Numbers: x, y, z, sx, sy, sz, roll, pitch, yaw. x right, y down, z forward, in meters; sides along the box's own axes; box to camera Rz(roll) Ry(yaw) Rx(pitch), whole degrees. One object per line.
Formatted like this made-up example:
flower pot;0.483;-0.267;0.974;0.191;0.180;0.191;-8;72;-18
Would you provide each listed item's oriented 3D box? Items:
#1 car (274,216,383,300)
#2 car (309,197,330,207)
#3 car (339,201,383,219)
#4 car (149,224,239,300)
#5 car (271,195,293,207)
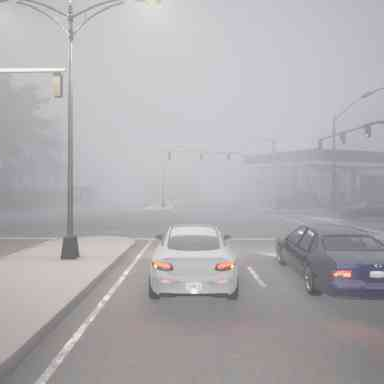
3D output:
car;3.511;1.545;8.567;2.033;1.411;5.357;0;0;3
car;18.630;1.431;48.691;1.970;1.475;3.806;0;0;0
car;14.749;1.521;27.755;4.674;1.442;1.812;0;0;-1
car;0.032;1.516;8.260;1.812;1.442;4.674;0;0;0
car;12.891;1.259;47.890;2.242;1.667;4.611;0;0;0
